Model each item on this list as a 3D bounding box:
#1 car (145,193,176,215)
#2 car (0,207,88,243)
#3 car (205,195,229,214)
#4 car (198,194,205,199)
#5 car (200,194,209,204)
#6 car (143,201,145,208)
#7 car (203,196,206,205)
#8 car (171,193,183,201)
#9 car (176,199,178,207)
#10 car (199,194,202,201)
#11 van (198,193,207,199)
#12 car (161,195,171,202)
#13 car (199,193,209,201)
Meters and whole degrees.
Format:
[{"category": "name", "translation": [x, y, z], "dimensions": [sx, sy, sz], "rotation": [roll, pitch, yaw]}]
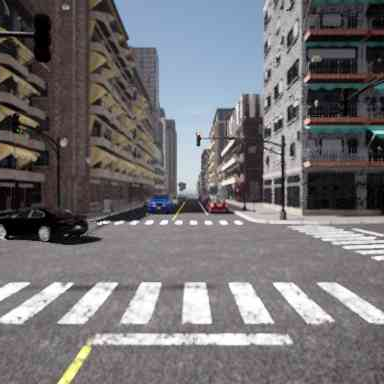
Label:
[{"category": "car", "translation": [-3.098, 1.157, 34.036], "dimensions": [2.150, 2.045, 5.566], "rotation": [0, 0, 0]}, {"category": "car", "translation": [-7.294, 1.473, 15.982], "dimensions": [5.008, 1.535, 1.882], "rotation": [-1, -1, 27]}, {"category": "car", "translation": [2.693, 1.376, 34.378], "dimensions": [1.967, 1.590, 4.097], "rotation": [0, 0, 0]}, {"category": "car", "translation": [2.693, 1.390, 95.255], "dimensions": [1.887, 1.381, 4.507], "rotation": [0, 0, 0]}, {"category": "car", "translation": [2.693, 1.480, 56.515], "dimensions": [1.802, 1.307, 4.206], "rotation": [0, 0, 0]}, {"category": "car", "translation": [-5.688, 1.467, 45.447], "dimensions": [2.008, 1.369, 4.403], "rotation": [0, 0, 0]}, {"category": "car", "translation": [2.693, 1.477, 39.912], "dimensions": [2.008, 1.369, 4.403], "rotation": [0, 0, 0]}, {"category": "car", "translation": [-2.998, 1.063, 66.275], "dimensions": [2.128, 1.511, 4.902], "rotation": [0, 0, 0]}, {"category": "car", "translation": [-3.078, 1.433, 50.559], "dimensions": [1.812, 1.442, 4.674], "rotation": [0, 0, 0]}, {"category": "car", "translation": [2.693, 1.471, 62.049], "dimensions": [1.802, 1.307, 4.206], "rotation": [0, 0, 0]}, {"category": "van", "translation": [2.694, 1.223, 67.584], "dimensions": [1.690, 1.788, 3.998], "rotation": [0, 0, 0]}, {"category": "car", "translation": [-5.687, 1.419, 73.118], "dimensions": [1.887, 1.381, 4.507], "rotation": [0, 0, 0]}, {"category": "car", "translation": [2.694, 1.182, 78.651], "dimensions": [2.192, 1.841, 5.009], "rotation": [0, 0, 0]}]
